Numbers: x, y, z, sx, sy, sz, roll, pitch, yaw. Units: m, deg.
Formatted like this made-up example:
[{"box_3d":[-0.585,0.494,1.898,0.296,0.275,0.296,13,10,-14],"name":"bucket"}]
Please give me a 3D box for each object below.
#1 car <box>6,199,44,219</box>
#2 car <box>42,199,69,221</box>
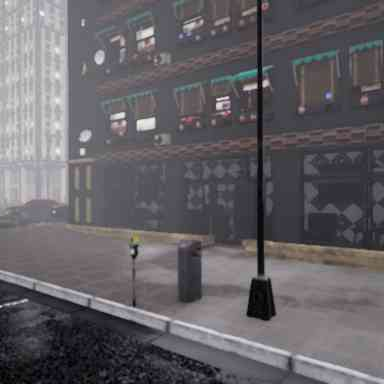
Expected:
[{"box_3d":[-12.336,1.282,26.646,1.812,1.442,4.674,0,1,35],"name":"car"},{"box_3d":[-7.700,1.294,23.154,1.947,1.339,4.313,1,1,35],"name":"car"}]
